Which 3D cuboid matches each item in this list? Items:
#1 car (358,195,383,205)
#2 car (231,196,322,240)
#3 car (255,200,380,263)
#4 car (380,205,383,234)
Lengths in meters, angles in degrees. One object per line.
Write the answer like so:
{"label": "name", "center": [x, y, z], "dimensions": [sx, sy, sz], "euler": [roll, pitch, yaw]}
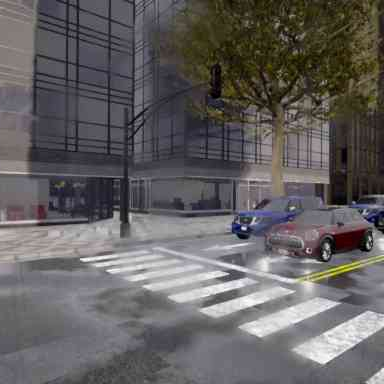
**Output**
{"label": "car", "center": [12.477, 1.225, 22.588], "dimensions": [5.566, 2.045, 2.150], "euler": [0, 0, -39]}
{"label": "car", "center": [4.395, 1.223, 16.093], "dimensions": [5.566, 2.045, 2.150], "euler": [0, 0, -39]}
{"label": "car", "center": [4.700, 1.355, 12.168], "dimensions": [4.553, 1.767, 2.097], "euler": [0, 0, -39]}
{"label": "car", "center": [12.076, 1.553, 18.100], "dimensions": [5.357, 1.411, 2.033], "euler": [0, 0, -39]}
